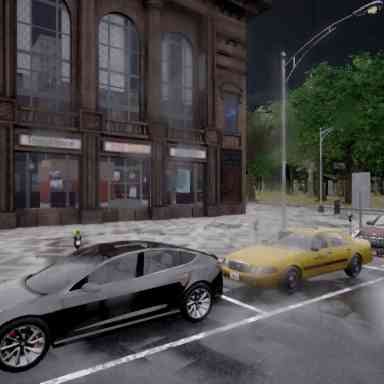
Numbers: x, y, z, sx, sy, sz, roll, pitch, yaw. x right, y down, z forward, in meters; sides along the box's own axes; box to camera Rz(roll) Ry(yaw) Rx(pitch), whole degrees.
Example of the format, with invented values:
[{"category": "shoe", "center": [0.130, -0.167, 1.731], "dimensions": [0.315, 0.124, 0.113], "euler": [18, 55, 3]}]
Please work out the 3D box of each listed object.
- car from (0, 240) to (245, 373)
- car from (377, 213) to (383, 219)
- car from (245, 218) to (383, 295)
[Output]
[{"category": "car", "center": [-1.396, 1.566, 5.653], "dimensions": [4.313, 1.339, 1.947], "euler": [0, 0, -36]}, {"category": "car", "center": [7.453, 1.441, 11.974], "dimensions": [4.097, 1.590, 1.967], "euler": [0, 0, -36]}, {"category": "car", "center": [2.891, 1.525, 8.715], "dimensions": [4.829, 1.417, 1.752], "euler": [0, 0, -36]}]
